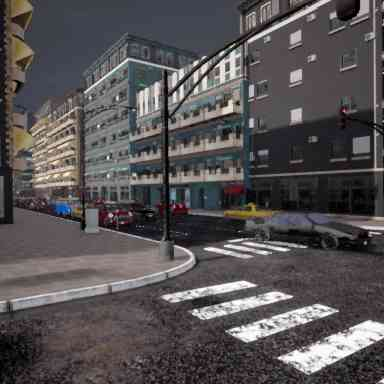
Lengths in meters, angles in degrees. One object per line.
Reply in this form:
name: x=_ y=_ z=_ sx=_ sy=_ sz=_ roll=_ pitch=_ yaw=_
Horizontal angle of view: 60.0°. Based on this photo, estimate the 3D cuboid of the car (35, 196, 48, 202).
car: x=-37.540 y=1.727 z=82.887 sx=1.887 sy=1.381 sz=4.507 roll=-1 pitch=1 yaw=-35

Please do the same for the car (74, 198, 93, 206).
car: x=-18.262 y=1.643 z=55.850 sx=1.947 sy=1.339 sz=4.313 roll=-1 pitch=1 yaw=-35

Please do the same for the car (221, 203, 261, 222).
car: x=4.130 y=1.498 z=24.446 sx=1.752 sy=1.417 sz=4.829 roll=-1 pitch=1 yaw=-35

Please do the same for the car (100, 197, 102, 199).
car: x=-15.051 y=1.501 z=51.343 sx=1.967 sy=1.590 sz=4.097 roll=-1 pitch=1 yaw=-35

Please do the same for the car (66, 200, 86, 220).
car: x=-8.922 y=1.651 z=28.317 sx=1.752 sy=1.417 sz=4.829 roll=-1 pitch=1 yaw=-35

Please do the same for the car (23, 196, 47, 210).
car: x=-21.874 y=1.627 z=46.479 sx=1.967 sy=1.590 sz=4.097 roll=-1 pitch=1 yaw=-35

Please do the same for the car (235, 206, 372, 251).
car: x=4.767 y=1.578 z=14.634 sx=2.033 sy=1.411 sz=5.357 roll=-1 pitch=1 yaw=-45

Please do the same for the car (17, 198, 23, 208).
car: x=-25.085 y=1.769 z=50.986 sx=1.947 sy=1.339 sz=4.313 roll=-1 pitch=1 yaw=-35

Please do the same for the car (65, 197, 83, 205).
car: x=-21.475 y=1.644 z=60.357 sx=2.008 sy=1.369 sz=4.403 roll=-1 pitch=1 yaw=-35

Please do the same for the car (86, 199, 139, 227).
car: x=-5.809 y=1.552 z=23.949 sx=1.967 sy=1.590 sz=4.097 roll=-1 pitch=1 yaw=-35

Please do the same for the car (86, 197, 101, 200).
car: x=-12.263 y=1.618 z=37.484 sx=1.837 sy=1.490 sz=4.892 roll=-1 pitch=0 yaw=-35

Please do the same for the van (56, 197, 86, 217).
van: x=-12.236 y=1.482 z=32.960 sx=1.690 sy=1.788 sz=3.998 roll=-1 pitch=1 yaw=-35

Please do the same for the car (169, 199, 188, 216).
car: x=-2.199 y=1.441 z=33.319 sx=1.967 sy=1.590 sz=4.097 roll=-1 pitch=1 yaw=-35

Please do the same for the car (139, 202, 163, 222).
car: x=-4.530 y=1.582 z=26.621 sx=1.837 sy=1.490 sz=4.892 roll=-1 pitch=0 yaw=-35

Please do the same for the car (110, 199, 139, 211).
car: x=-8.623 y=1.581 z=42.332 sx=2.008 sy=1.369 sz=4.403 roll=-1 pitch=1 yaw=-35

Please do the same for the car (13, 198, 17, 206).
car: x=-31.511 y=1.781 z=59.998 sx=1.887 sy=1.381 sz=4.507 roll=-1 pitch=1 yaw=-35
